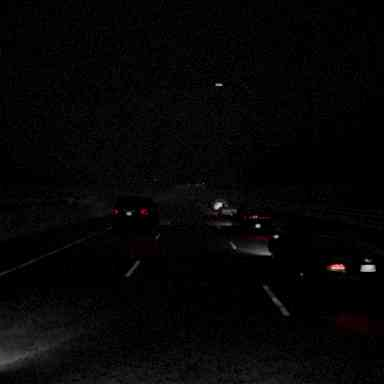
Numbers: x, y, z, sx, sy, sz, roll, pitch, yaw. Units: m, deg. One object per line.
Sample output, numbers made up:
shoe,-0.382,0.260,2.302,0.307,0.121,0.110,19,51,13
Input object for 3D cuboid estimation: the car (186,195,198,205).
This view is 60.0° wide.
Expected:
car,0.020,1.712,62.758,2.128,1.511,4.902,0,0,0

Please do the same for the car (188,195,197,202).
car,0.025,1.521,79.680,2.097,1.767,4.553,0,0,0

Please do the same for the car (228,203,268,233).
car,3.505,1.559,20.143,1.837,1.490,4.892,0,0,0

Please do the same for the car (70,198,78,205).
car,-20.990,1.816,61.591,1.895,1.301,4.718,0,0,0

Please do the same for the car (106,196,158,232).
car,-3.394,1.277,20.625,2.150,2.045,5.566,0,0,0

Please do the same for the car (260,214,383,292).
car,3.503,1.571,9.132,2.033,1.411,5.357,0,0,0

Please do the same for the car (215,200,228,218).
car,3.510,1.688,31.166,1.895,1.301,4.718,0,0,0

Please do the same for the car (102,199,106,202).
car,-14.026,1.547,57.417,2.097,1.767,4.553,0,0,1

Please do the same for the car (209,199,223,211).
car,3.513,1.653,42.138,1.812,1.442,4.674,0,0,0

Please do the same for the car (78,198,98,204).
car,-17.521,1.721,57.443,1.812,1.442,4.674,0,0,1
